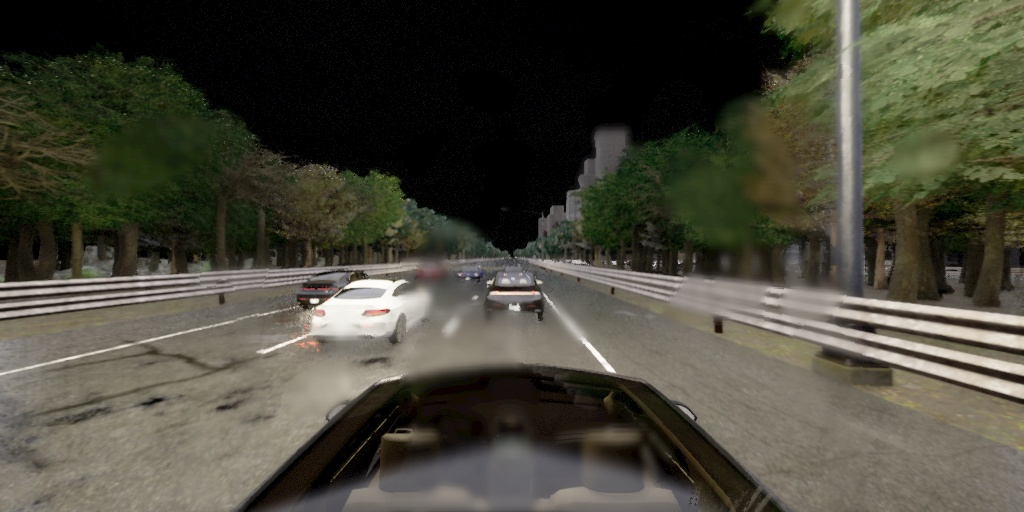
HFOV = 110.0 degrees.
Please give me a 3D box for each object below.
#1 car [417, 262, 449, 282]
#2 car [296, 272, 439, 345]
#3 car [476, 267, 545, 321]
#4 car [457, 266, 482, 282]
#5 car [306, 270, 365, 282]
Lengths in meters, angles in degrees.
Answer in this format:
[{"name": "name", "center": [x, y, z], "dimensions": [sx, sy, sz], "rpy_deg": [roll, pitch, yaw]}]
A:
[{"name": "car", "center": [-6.907, 1.274, 31.725], "dimensions": [2.097, 1.767, 4.553], "rpy_deg": [0, 0, 0]}, {"name": "car", "center": [-3.421, 1.324, 9.525], "dimensions": [1.812, 1.442, 4.674], "rpy_deg": [0, 0, 0]}, {"name": "car", "center": [0.091, 1.310, 12.791], "dimensions": [2.128, 1.511, 4.902], "rpy_deg": [0, 0, 0]}, {"name": "car", "center": [-3.406, 1.516, 30.383], "dimensions": [1.895, 1.301, 4.718], "rpy_deg": [0, 0, 0]}, {"name": "car", "center": [-6.906, 1.335, 14.967], "dimensions": [1.837, 1.490, 4.892], "rpy_deg": [0, 0, 0]}]
